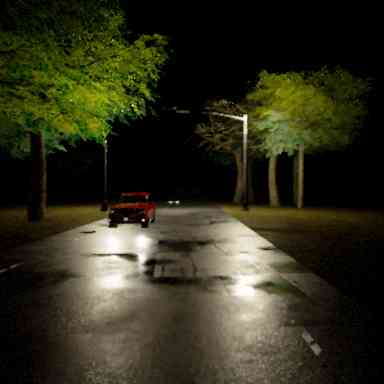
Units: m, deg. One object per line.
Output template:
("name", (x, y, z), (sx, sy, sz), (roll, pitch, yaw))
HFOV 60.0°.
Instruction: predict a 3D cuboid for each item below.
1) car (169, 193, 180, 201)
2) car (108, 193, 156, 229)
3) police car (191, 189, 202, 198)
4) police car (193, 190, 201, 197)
("car", (-3.320, 0.953, 62.741), (2.033, 1.411, 5.357), (0, 1, 1))
("car", (-3.546, 1.073, 20.642), (2.150, 2.045, 5.566), (0, 0, 0))
("police car", (1.304, 0.587, 80.085), (1.930, 1.638, 5.238), (0, 1, 0))
("police car", (1.311, 0.426, 90.090), (1.930, 1.638, 5.238), (0, 1, 0))
